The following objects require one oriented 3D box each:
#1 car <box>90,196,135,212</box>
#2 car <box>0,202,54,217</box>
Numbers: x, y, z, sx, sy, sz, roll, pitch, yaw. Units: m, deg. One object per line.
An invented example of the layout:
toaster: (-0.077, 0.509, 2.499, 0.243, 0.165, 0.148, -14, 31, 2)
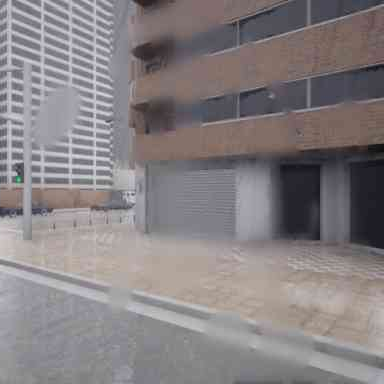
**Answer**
car: (-9.374, 1.547, 39.410, 2.033, 1.411, 5.357, 0, 0, 36)
car: (-15.529, 1.601, 30.953, 1.895, 1.301, 4.718, 0, 0, 36)
